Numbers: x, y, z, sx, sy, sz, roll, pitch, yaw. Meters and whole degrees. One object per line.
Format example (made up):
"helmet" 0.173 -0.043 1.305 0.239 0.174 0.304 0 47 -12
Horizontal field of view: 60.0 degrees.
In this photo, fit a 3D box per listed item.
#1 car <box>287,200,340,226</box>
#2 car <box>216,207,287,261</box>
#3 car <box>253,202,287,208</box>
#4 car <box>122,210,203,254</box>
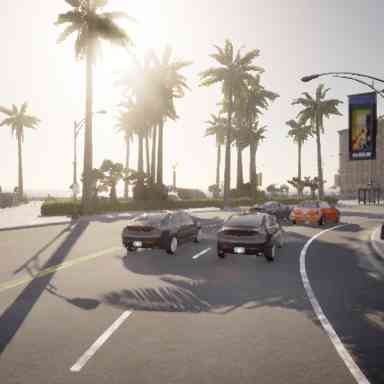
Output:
"car" 8.872 1.364 23.610 2.097 1.767 4.553 0 0 41
"car" 2.272 1.514 12.378 1.837 1.490 4.892 0 0 20
"car" 6.238 1.514 25.914 1.837 1.490 4.892 0 0 41
"car" -1.012 1.513 13.589 1.837 1.490 4.892 0 0 20
